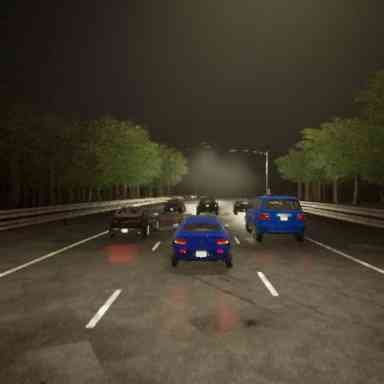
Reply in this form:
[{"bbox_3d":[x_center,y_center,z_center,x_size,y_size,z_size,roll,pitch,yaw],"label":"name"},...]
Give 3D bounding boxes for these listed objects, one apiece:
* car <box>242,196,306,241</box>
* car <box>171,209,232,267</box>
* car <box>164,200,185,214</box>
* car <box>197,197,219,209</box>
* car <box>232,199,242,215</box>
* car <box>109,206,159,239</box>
[{"bbox_3d":[4.020,1.222,16.769,2.150,2.045,5.566,0,0,2],"label":"car"},{"bbox_3d":[0.322,1.524,11.371,1.812,1.442,4.674,0,0,2],"label":"car"},{"bbox_3d":[-1.782,1.513,34.827,1.812,1.442,4.674,0,0,5],"label":"car"},{"bbox_3d":[1.621,1.343,33.544,2.097,1.767,4.553,0,0,5],"label":"car"},{"bbox_3d":[5.162,1.487,33.888,2.128,1.511,4.902,0,0,5],"label":"car"},{"bbox_3d":[-2.947,1.498,17.484,1.837,1.490,4.892,0,0,2],"label":"car"}]
